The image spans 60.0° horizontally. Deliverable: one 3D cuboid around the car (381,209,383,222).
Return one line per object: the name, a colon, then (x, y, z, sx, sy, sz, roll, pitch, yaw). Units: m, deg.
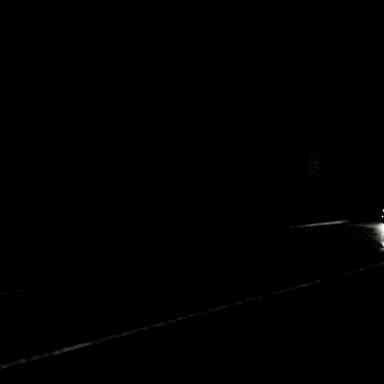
car: (15.824, 1.329, 24.396, 4.553, 1.767, 2.097, 0, 0, -37)
